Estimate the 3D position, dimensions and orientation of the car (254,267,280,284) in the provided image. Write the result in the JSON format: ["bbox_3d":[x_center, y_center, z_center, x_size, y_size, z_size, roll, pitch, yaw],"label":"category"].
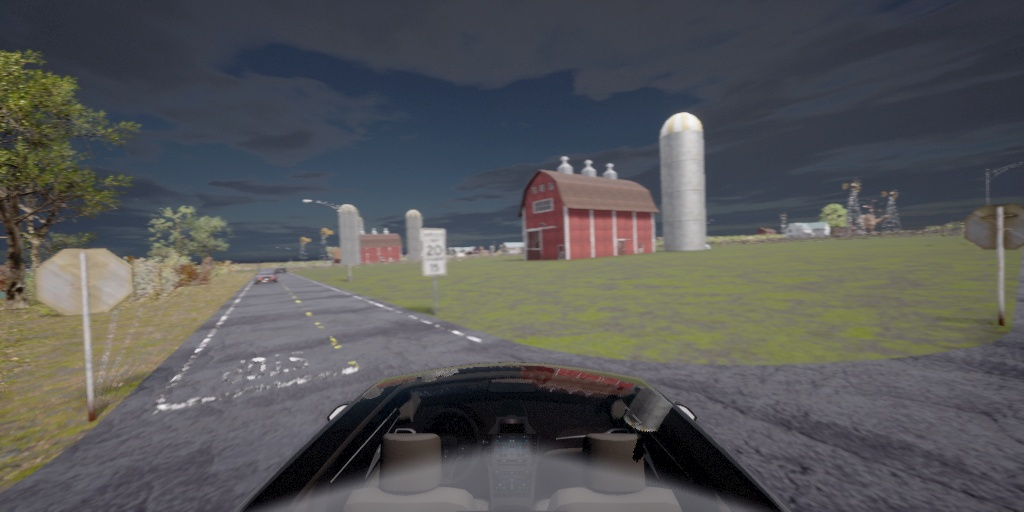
[{"bbox_3d":[-26.824,2.293,39.128,1.994,1.385,4.181,-3,0,-34],"label":"car"}]
